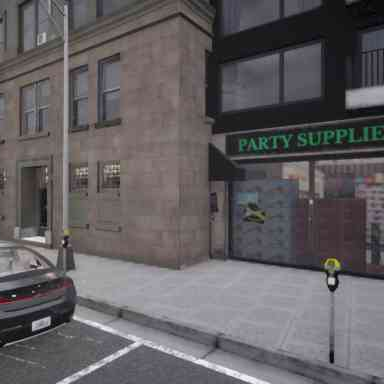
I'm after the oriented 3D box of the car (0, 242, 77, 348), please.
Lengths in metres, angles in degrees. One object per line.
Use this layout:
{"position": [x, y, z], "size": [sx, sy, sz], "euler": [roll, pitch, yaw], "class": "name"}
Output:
{"position": [-3.825, 1.551, 5.771], "size": [4.403, 1.369, 2.008], "euler": [0, 0, 35], "class": "car"}
